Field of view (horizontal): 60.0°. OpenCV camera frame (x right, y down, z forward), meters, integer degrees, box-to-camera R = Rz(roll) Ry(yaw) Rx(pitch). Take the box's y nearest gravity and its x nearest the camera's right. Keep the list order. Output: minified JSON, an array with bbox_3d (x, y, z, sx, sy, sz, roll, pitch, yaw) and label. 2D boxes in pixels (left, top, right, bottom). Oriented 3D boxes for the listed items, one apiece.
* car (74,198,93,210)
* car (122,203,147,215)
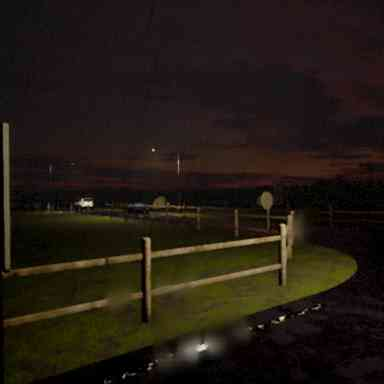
[{"bbox_3d":[-19.456,2.179,59.711,2.150,2.045,5.566,-1,-2,-34],"label":"car"},{"bbox_3d":[-7.347,2.111,42.147,1.994,1.385,4.181,-1,-1,-35],"label":"car"}]
